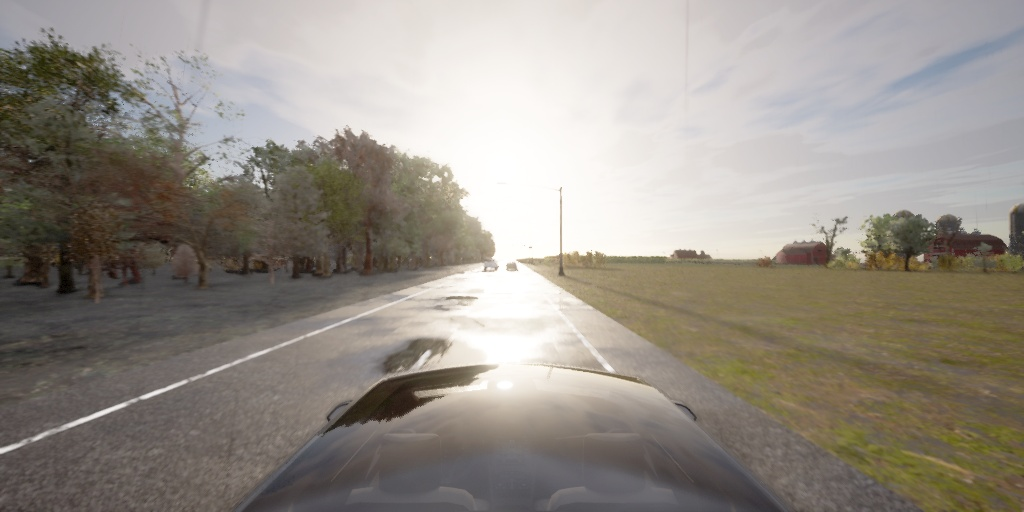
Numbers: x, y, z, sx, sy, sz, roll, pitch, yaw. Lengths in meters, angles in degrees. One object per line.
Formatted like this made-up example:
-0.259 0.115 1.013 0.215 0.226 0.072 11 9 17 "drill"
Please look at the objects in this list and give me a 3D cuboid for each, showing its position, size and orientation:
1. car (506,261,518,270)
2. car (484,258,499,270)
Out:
-0.019 1.616 59.856 2.128 1.511 4.902 0 0 0 "car"
-3.519 1.344 59.885 2.150 2.045 5.566 0 0 0 "car"
